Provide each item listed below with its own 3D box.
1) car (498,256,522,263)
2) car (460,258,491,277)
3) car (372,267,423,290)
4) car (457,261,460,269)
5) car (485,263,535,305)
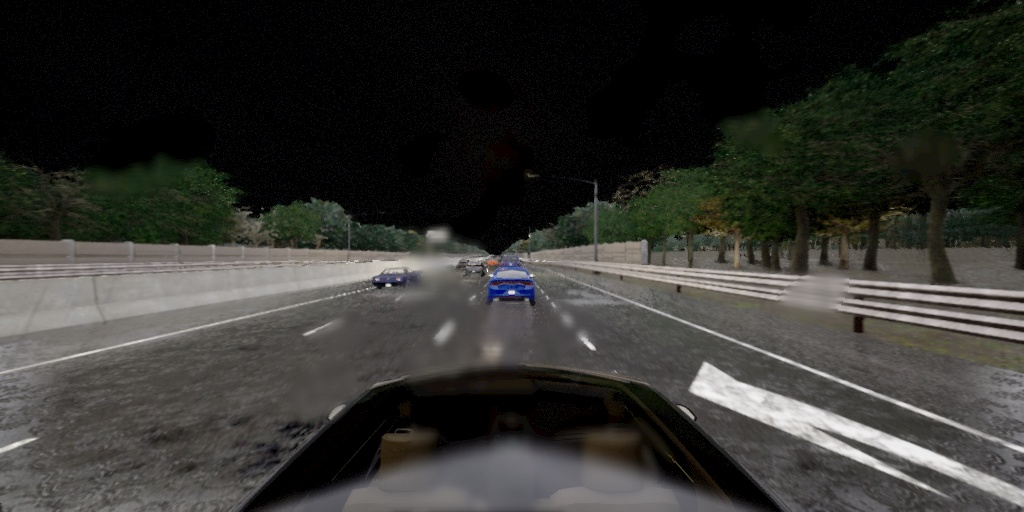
[{"bbox_3d":[-0.135,0.984,39.402,2.150,2.045,5.566,0,0,0],"label":"car"},{"bbox_3d":[-3.613,1.255,36.177,2.128,1.511,4.902,0,0,0],"label":"car"},{"bbox_3d":[-7.038,1.365,22.625,1.895,1.301,4.718,0,0,0],"label":"car"},{"bbox_3d":[-7.281,1.272,55.390,1.837,1.490,4.892,0,0,-1],"label":"car"},{"bbox_3d":[-0.018,1.237,16.173,1.882,1.535,5.008,0,0,0],"label":"car"}]
